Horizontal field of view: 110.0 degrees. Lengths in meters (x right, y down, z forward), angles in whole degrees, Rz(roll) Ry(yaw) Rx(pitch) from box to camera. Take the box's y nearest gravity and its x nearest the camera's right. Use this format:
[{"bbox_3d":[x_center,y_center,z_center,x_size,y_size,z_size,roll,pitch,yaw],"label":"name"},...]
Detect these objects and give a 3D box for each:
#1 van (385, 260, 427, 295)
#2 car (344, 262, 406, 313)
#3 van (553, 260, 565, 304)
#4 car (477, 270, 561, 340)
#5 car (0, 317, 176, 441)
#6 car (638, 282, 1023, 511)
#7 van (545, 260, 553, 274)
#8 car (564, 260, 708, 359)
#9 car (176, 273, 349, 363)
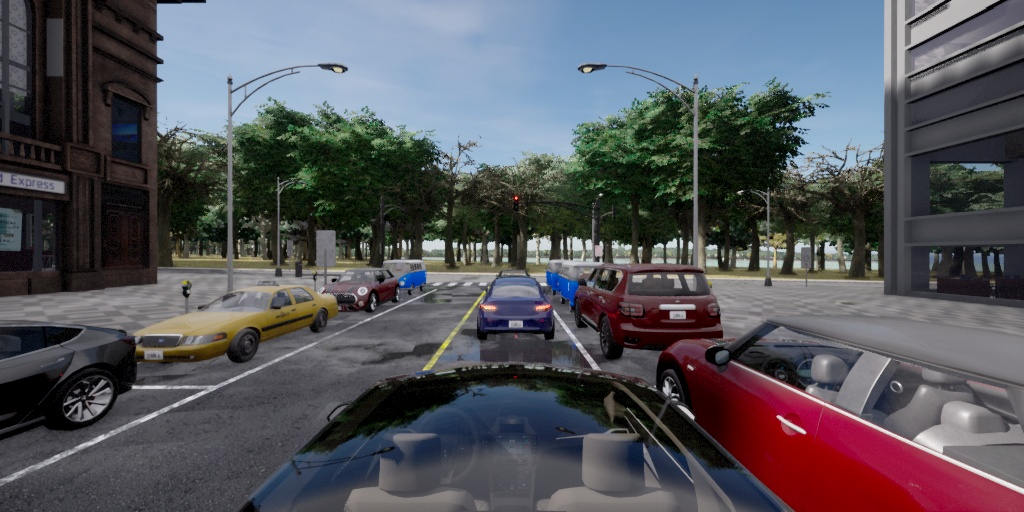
[{"bbox_3d":[-5.769,1.091,19.225,1.690,1.789,3.998,0,0,0],"label":"van"},{"bbox_3d":[-5.767,1.190,13.787,1.967,1.591,4.097,0,0,0],"label":"car"},{"bbox_3d":[2.758,1.091,13.790,1.690,1.789,3.998,0,0,0],"label":"van"},{"bbox_3d":[0.095,1.276,9.890,1.812,1.442,4.674,0,0,0],"label":"car"},{"bbox_3d":[-5.763,1.316,2.912,1.948,1.339,4.313,0,0,0],"label":"car"},{"bbox_3d":[2.762,1.190,2.915,1.967,1.591,4.097,0,0,0],"label":"car"},{"bbox_3d":[2.756,1.091,19.228,1.690,1.789,3.998,0,0,0],"label":"van"},{"bbox_3d":[2.760,1.065,8.353,2.192,1.841,5.009,0,0,0],"label":"car"},{"bbox_3d":[-5.765,1.275,8.180,1.751,1.417,4.829,0,0,0],"label":"car"}]
